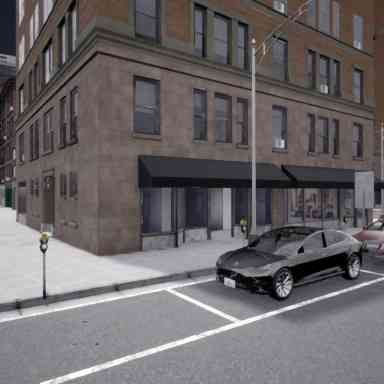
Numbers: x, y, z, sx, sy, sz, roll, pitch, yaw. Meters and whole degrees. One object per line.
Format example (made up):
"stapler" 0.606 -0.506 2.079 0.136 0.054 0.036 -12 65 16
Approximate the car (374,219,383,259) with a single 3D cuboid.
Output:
"car" 7.060 1.582 11.557 4.206 1.307 1.802 0 0 -35

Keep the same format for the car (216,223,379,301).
"car" 2.579 1.566 8.367 4.313 1.339 1.947 0 0 -35
